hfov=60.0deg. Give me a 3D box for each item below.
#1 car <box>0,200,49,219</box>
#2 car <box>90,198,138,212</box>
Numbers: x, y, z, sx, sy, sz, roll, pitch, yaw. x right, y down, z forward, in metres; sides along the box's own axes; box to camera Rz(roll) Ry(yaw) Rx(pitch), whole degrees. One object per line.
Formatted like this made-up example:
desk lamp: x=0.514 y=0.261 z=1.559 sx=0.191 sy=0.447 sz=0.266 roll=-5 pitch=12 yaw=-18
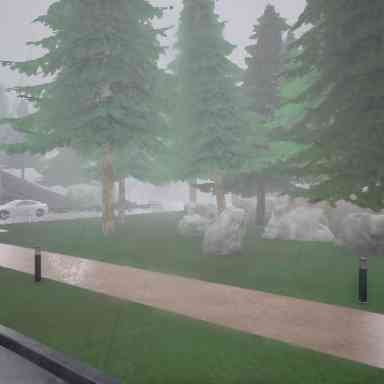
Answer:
car: x=-14.182 y=1.363 z=27.315 sx=1.812 sy=1.442 sz=4.674 roll=0 pitch=0 yaw=35
car: x=-8.211 y=1.385 z=35.652 sx=2.033 sy=1.411 sz=5.357 roll=0 pitch=0 yaw=36
